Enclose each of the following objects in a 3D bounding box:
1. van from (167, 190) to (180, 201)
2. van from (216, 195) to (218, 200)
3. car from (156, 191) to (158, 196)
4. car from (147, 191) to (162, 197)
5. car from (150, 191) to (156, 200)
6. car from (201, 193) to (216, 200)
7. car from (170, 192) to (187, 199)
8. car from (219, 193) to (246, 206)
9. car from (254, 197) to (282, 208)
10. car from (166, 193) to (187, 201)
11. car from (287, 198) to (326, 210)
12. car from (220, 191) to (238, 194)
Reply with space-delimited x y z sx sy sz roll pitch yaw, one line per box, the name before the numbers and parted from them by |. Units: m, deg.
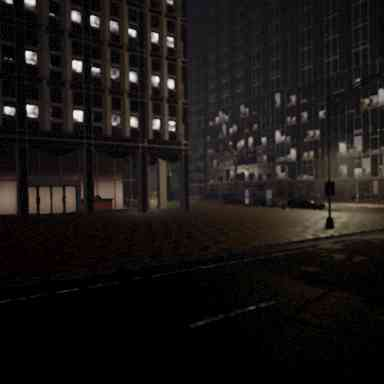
van | -3.511 0.795 59.887 1.690 1.788 3.998 -1 1 -34
van | 6.614 0.676 59.923 1.690 1.788 3.998 -1 1 -34
car | -6.219 0.434 78.689 2.192 1.841 5.009 -1 1 -34
car | -9.427 0.504 83.382 1.967 1.590 4.097 -1 1 -34
car | -9.927 0.896 69.273 2.008 1.369 4.403 -1 1 -34
car | 3.407 0.863 64.618 1.802 1.307 4.206 -1 1 -34
car | -3.009 0.755 74.002 1.802 1.307 4.206 -1 1 -34
car | 6.069 1.179 45.787 1.947 1.339 4.313 -1 1 -34
car | 9.229 1.248 41.063 1.802 1.307 4.206 -1 1 -34
car | -2.976 0.935 63.860 1.994 1.385 4.181 -1 1 -34
car | 12.423 1.284 36.359 1.947 1.339 4.313 -1 1 -34
car | 6.701 0.884 49.540 2.097 1.767 4.553 -1 1 -34
